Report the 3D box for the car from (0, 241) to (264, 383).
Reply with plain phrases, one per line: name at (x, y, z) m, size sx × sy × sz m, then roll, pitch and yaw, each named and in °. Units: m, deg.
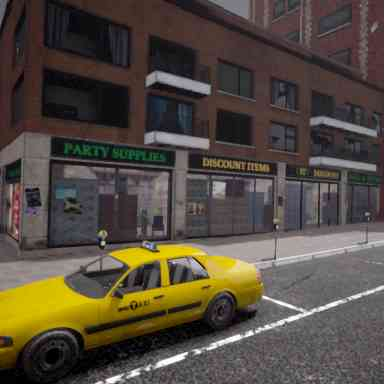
car at (-0.936, 1.527, 5.404) m, size 4.829 × 1.417 × 1.752 m, roll 0°, pitch 2°, yaw -35°
